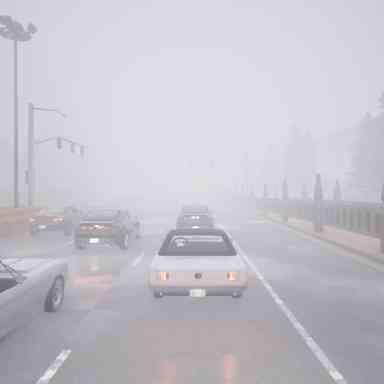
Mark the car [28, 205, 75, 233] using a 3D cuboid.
[{"bbox_3d":[-6.858,1.408,17.487,1.812,1.442,4.674,0,0,-1],"label":"car"}]

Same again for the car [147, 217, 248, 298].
[{"bbox_3d":[0.123,1.550,8.326,1.895,1.301,4.718,0,0,0],"label":"car"}]

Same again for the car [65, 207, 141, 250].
[{"bbox_3d":[-3.349,1.413,13.861,1.837,1.490,4.892,0,0,0],"label":"car"}]

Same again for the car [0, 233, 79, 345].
[{"bbox_3d":[-3.389,1.577,4.634,1.895,1.301,4.718,0,0,0],"label":"car"}]

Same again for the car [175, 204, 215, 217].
[{"bbox_3d":[0.171,1.386,17.586,1.837,1.490,4.892,0,0,0],"label":"car"}]
